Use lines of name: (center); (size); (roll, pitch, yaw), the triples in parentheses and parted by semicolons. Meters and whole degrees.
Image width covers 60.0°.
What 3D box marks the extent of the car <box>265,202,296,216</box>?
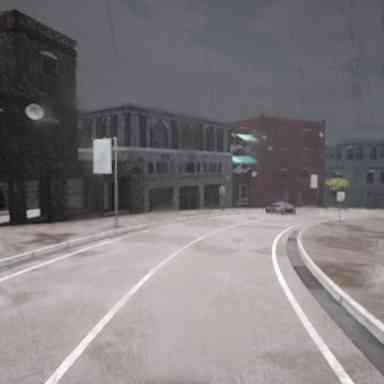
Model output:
car: (9.693, 1.758, 36.283); (1.994, 1.385, 4.181); (4, 2, 42)
